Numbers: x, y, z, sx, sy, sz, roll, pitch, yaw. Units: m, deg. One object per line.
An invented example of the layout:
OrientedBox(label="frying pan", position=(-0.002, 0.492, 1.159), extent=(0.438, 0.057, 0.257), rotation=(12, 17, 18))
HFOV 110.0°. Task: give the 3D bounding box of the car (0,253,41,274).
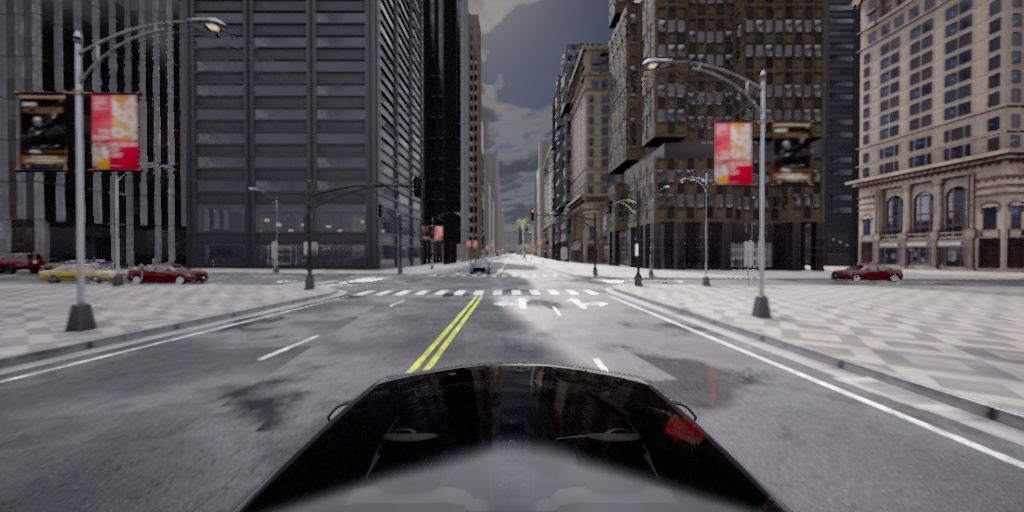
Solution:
OrientedBox(label="car", position=(-45.324, 0.668, 32.251), extent=(5.009, 1.841, 2.192), rotation=(0, 0, 0))

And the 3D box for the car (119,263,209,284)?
OrientedBox(label="car", position=(-22.779, 1.181, 23.852), extent=(4.507, 1.381, 1.888), rotation=(0, 0, 0))

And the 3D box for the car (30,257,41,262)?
OrientedBox(label="car", position=(-39.699, 0.970, 32.283), extent=(4.313, 1.339, 1.948), rotation=(0, 0, 0))

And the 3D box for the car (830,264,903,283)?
OrientedBox(label="car", position=(29.582, 1.415, 30.000), extent=(5.008, 1.535, 1.882), rotation=(0, 1, 0))

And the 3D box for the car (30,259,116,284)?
OrientedBox(label="car", position=(-28.235, 1.116, 23.822), extent=(4.829, 1.417, 1.751), rotation=(0, 0, 0))

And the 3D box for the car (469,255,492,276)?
OrientedBox(label="car", position=(-3.242, 1.069, 37.742), extent=(2.097, 1.767, 4.553), rotation=(0, 0, 0))
